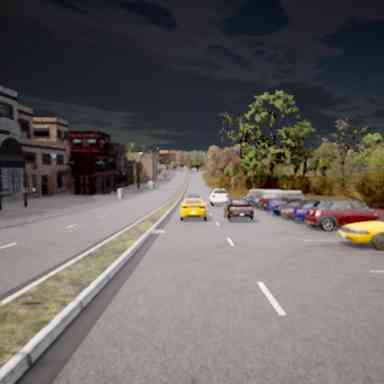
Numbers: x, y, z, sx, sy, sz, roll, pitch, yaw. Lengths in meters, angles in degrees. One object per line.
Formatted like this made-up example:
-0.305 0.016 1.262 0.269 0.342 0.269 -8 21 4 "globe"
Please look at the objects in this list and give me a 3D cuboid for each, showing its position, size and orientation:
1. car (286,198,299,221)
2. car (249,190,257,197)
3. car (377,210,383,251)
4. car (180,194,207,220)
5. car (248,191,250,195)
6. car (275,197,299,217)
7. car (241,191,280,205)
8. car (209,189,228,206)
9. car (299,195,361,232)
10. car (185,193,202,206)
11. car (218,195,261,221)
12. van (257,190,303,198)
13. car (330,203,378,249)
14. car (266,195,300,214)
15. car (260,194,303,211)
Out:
8.818 1.325 21.351 4.674 1.452 2.002 0 1 0 "car"
8.812 0.924 35.247 4.553 1.767 2.185 0 1 0 "car"
8.833 1.441 10.326 4.792 1.488 2.163 0 1 0 "car"
0.122 1.219 25.601 1.882 1.535 5.008 0 1 0 "car"
8.841 0.994 37.877 4.892 1.521 2.231 0 1 0 "car"
8.828 1.286 24.104 4.674 1.452 2.002 0 1 0 "car"
8.886 0.735 43.383 4.553 1.767 2.185 0 2 0 "car"
3.402 0.631 42.093 2.150 2.045 5.566 0 1 1 "car"
8.786 1.199 18.587 4.553 1.767 2.185 0 1 0 "car"
0.162 0.953 42.357 2.033 1.411 5.357 0 1 0 "car"
3.363 1.248 24.694 2.128 1.511 4.902 0 1 0 "car"
8.955 0.880 32.361 4.442 1.987 1.878 0 1 0 "van"
8.623 1.381 13.086 5.366 1.575 1.946 0 1 0 "car"
8.800 1.233 26.862 4.792 1.488 2.163 0 1 0 "car"
8.863 1.184 29.614 4.792 1.488 2.163 0 1 0 "car"
